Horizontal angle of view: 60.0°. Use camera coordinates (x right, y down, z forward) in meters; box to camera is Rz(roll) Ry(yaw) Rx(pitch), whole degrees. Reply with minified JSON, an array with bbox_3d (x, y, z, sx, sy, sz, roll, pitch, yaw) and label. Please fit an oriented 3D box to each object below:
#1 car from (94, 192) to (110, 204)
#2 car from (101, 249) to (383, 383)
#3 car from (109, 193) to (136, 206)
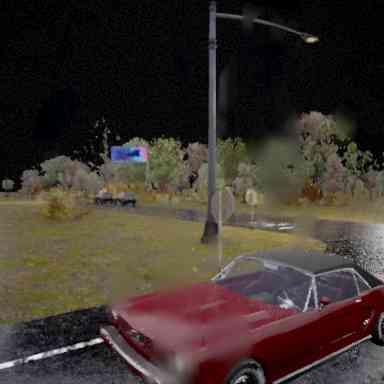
[{"bbox_3d":[-16.244,1.099,61.039,2.150,2.045,5.566,0,0,-34],"label":"car"},{"bbox_3d":[1.220,1.600,4.760,4.718,1.301,1.895,0,0,-35],"label":"car"},{"bbox_3d":[-10.732,1.116,52.851,2.150,2.045,5.566,0,0,-33],"label":"car"}]
